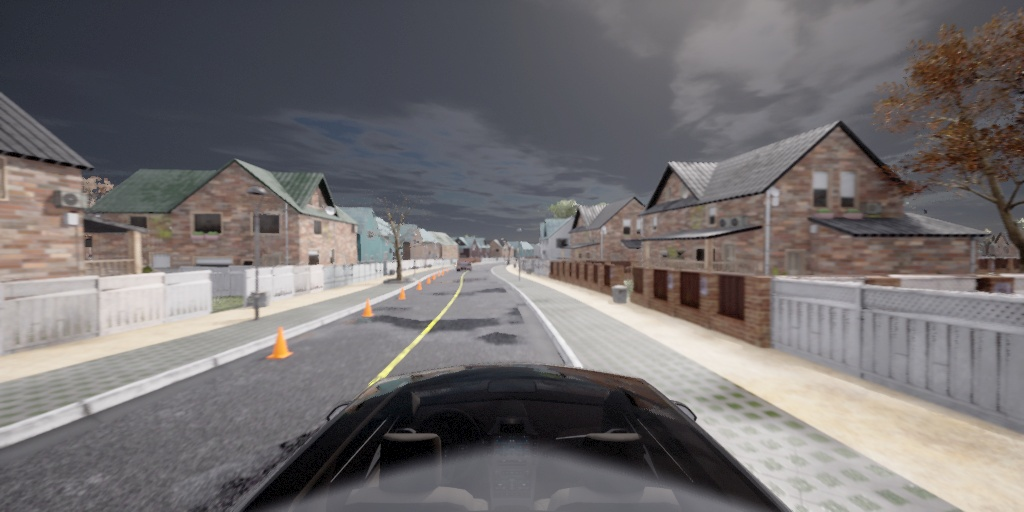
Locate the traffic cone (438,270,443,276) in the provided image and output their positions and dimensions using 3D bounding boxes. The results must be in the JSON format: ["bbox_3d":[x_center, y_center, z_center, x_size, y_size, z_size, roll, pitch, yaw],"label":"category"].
[{"bbox_3d":[-7.569,1.786,36.934,0.340,0.580,0.340,0,0,-6],"label":"traffic cone"}]

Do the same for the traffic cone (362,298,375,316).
[{"bbox_3d":[-4.907,1.736,12.211,0.340,0.580,0.340,0,0,-3],"label":"traffic cone"}]

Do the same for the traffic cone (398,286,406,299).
[{"bbox_3d":[-5.239,1.746,17.141,0.340,0.580,0.340,0,0,-5],"label":"traffic cone"}]

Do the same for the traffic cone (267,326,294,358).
[{"bbox_3d":[-4.695,1.728,7.274,0.340,0.580,0.340,0,0,-2],"label":"traffic cone"}]

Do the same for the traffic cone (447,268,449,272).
[{"bbox_3d":[-8.431,1.798,47.023,0.340,0.580,0.340,0,0,-3],"label":"traffic cone"}]

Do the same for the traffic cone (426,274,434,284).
[{"bbox_3d":[-6.266,1.768,26.969,0.340,0.580,0.340,0,0,-7],"label":"traffic cone"}]

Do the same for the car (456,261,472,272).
[{"bbox_3d":[-6.237,1.396,47.108,1.994,1.385,4.181,0,0,-4],"label":"car"}]

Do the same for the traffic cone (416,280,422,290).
[{"bbox_3d":[-5.692,1.757,22.061,0.340,0.580,0.340,0,0,-6],"label":"traffic cone"}]

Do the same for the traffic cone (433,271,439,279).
[{"bbox_3d":[-6.950,1.779,31.908,0.340,0.580,0.340,0,0,-8],"label":"traffic cone"}]
